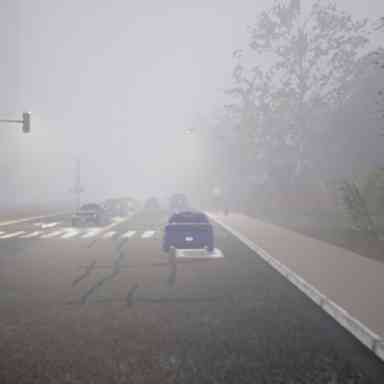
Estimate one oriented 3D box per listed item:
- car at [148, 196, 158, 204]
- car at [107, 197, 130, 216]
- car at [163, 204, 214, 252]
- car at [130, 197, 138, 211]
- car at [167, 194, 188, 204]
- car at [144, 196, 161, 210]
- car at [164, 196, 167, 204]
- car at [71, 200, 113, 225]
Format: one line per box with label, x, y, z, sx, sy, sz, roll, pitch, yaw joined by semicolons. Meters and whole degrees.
car;-7.862;1.526;66.327;1.882;1.535;5.008;0;0;-7
car;-7.810;1.389;33.193;2.097;1.767;4.553;0;0;-4
car;-0.171;1.495;14.110;1.882;1.535;5.008;0;0;-2
car;-8.418;1.393;41.770;2.097;1.767;4.553;0;0;-4
car;-1.679;1.257;40.564;2.150;2.045;5.566;0;0;-5
car;-5.252;1.544;43.973;1.837;1.490;4.892;0;0;-5
car;-4.500;1.523;66.188;1.882;1.535;5.008;0;0;-7
car;-7.284;1.557;24.244;1.812;1.442;4.674;0;0;-3
